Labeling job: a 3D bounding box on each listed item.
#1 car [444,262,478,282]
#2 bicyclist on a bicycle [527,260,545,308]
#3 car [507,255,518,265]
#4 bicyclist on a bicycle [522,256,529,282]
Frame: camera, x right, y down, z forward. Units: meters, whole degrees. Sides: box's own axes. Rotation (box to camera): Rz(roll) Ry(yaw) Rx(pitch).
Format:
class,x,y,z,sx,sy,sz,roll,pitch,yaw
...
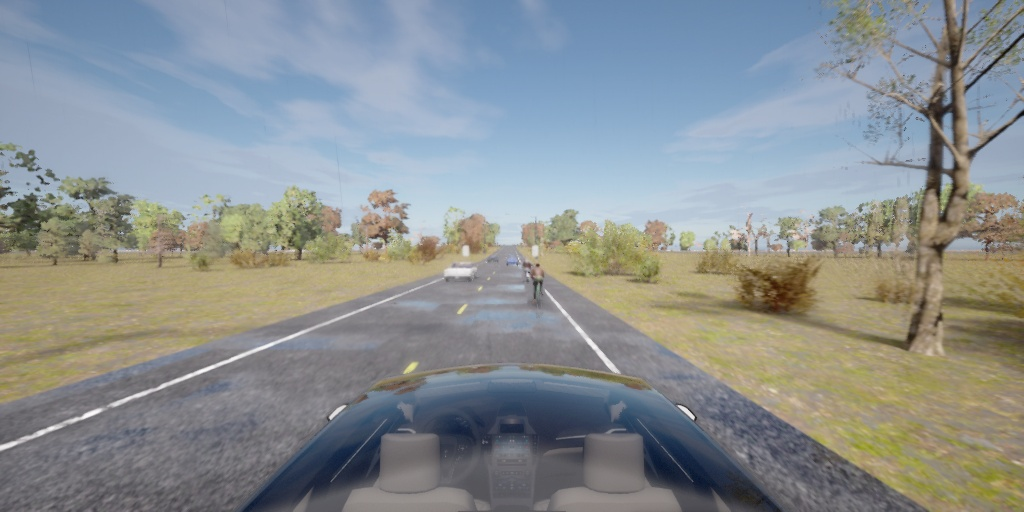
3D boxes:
class,x,y,z,sx,sy,sz,roll,pitch,yaw
car,-3.593,1.086,25.668,1.895,1.301,4.718,0,1,0
bicyclist on a bicycle,0.961,1.075,13.292,0.582,1.620,1.656,0,0,0
car,0.078,0.693,56.352,2.033,1.411,5.357,0,1,0
bicyclist on a bicycle,0.961,0.883,23.170,0.659,1.776,1.843,0,1,0
